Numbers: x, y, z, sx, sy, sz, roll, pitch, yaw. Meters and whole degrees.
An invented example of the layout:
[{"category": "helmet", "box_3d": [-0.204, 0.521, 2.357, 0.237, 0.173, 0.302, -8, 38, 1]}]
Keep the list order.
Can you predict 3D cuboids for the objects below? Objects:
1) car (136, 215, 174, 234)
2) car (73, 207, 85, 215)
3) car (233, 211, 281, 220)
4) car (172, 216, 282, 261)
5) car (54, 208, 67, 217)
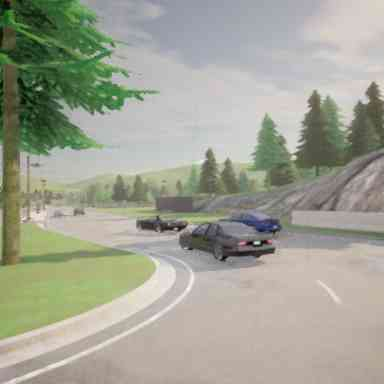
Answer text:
[{"category": "car", "box_3d": [-2.424, 2.378, 25.166, 1.895, 1.301, 4.718, 0, -2, -36]}, {"category": "car", "box_3d": [-22.025, 3.753, 64.804, 2.128, 1.511, 4.902, 0, -2, -23]}, {"category": "car", "box_3d": [3.729, 2.067, 22.446, 1.882, 1.535, 5.008, 0, -2, -34]}, {"category": "car", "box_3d": [1.218, 1.941, 14.087, 2.033, 1.411, 5.357, 0, -2, -25]}, {"category": "car", "box_3d": [-23.344, 3.646, 58.964, 1.812, 1.442, 4.674, 0, -2, -23]}]
